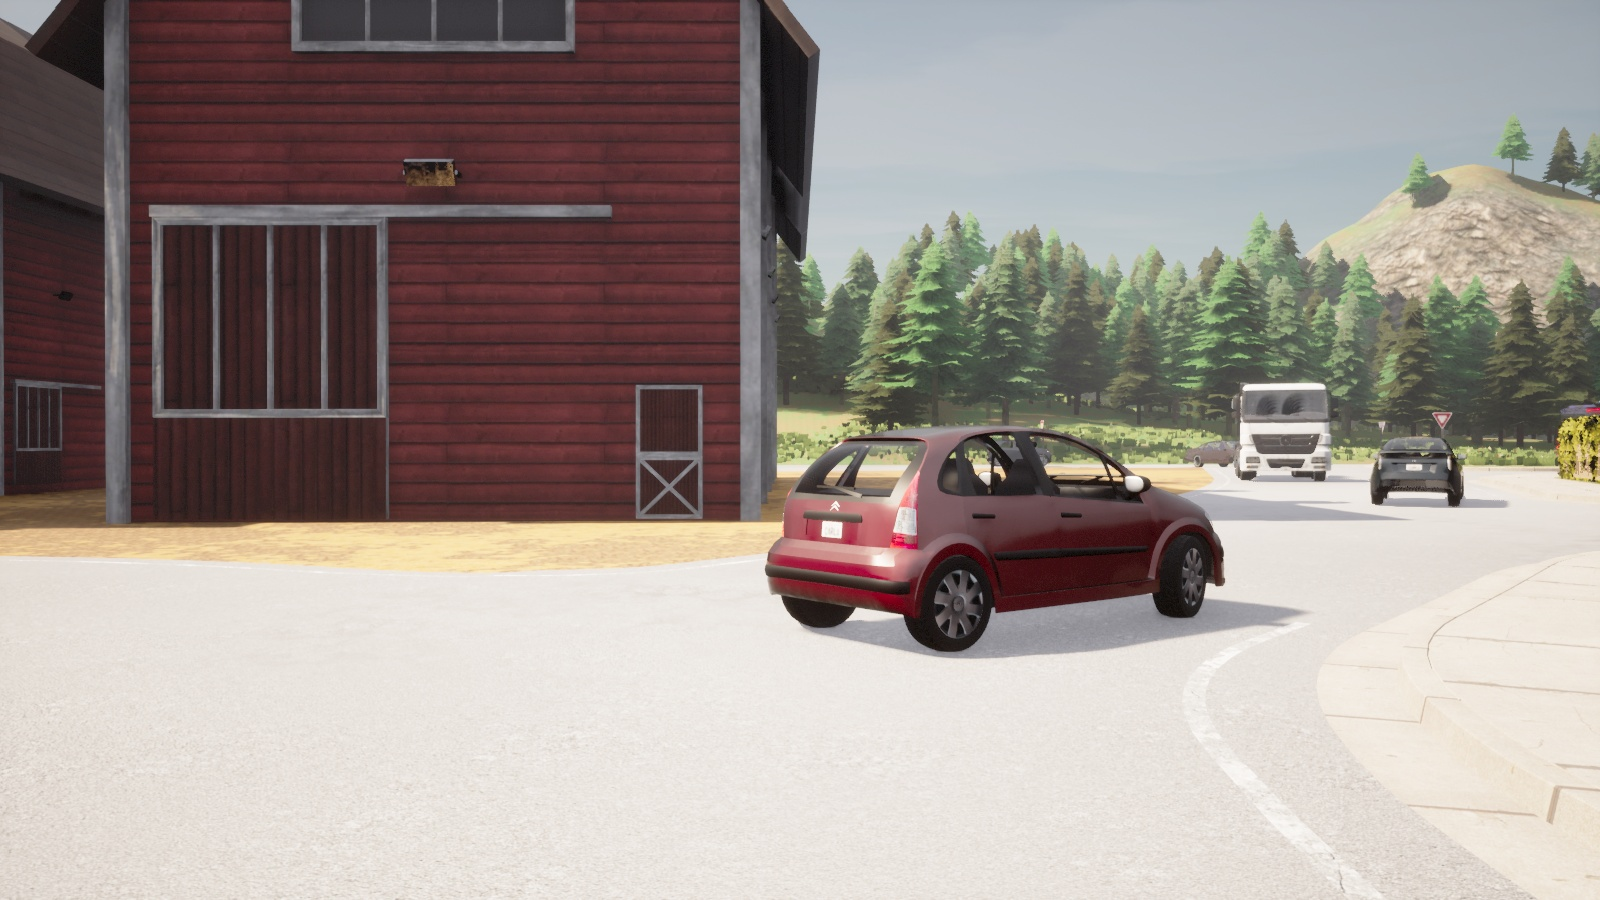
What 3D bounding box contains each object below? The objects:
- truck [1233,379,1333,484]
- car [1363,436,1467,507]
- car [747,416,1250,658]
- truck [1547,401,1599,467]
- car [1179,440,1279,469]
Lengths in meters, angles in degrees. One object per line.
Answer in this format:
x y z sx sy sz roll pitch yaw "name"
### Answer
17.359 -0.643 45.558 2.891 3.462 7.936 0 1 17 "truck"
14.335 0.435 29.156 2.007 1.525 4.514 0 1 28 "car"
1.731 0.563 10.347 3.988 1.617 1.851 -1 1 -37 "car"
49.562 -0.940 74.691 8.468 3.827 2.891 0 0 0 "truck"
22.188 0.239 65.154 2.033 1.411 5.357 0 0 -19 "car"
